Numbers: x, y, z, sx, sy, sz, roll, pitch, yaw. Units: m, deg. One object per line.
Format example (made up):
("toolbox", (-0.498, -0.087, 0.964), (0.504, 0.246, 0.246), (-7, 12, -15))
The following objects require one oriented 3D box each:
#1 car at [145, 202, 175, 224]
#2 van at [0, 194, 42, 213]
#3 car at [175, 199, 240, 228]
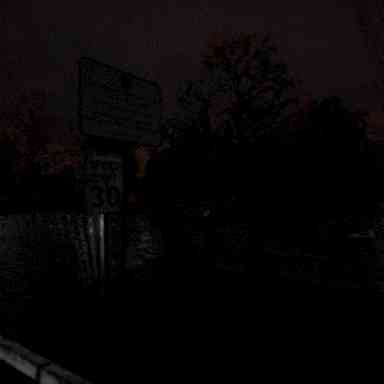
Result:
("car", (-1.331, 1.402, 23.480), (2.002, 1.452, 4.674), (0, 0, 35))
("van", (-18.403, 1.156, 35.358), (1.878, 1.987, 4.442), (-1, 0, 35))
("car", (1.290, 1.253, 21.695), (2.185, 1.767, 4.553), (0, 0, 35))
